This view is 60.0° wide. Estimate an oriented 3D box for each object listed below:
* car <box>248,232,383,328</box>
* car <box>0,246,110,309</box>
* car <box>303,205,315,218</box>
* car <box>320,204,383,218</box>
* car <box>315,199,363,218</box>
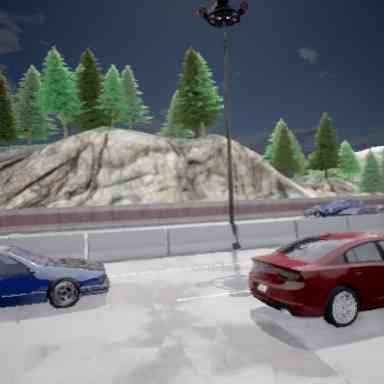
[{"bbox_3d":[3.628,1.593,7.130,5.008,1.535,1.882,-1,-1,-21],"label":"car"},{"bbox_3d":[-4.718,2.003,7.753,5.357,1.411,2.033,-2,-2,-19],"label":"car"},{"bbox_3d":[15.330,2.251,39.659,4.892,1.490,1.837,0,-2,-29],"label":"car"},{"bbox_3d":[13.279,1.942,26.736,5.357,1.411,2.033,-1,-2,-26],"label":"car"},{"bbox_3d":[16.511,1.810,36.325,5.566,2.045,2.150,-1,-2,-29],"label":"car"}]
